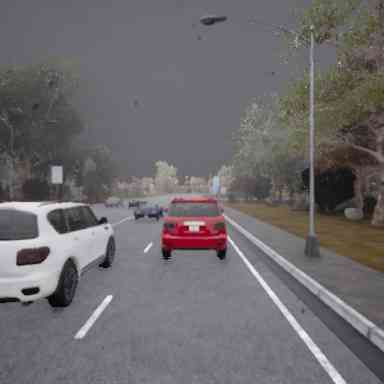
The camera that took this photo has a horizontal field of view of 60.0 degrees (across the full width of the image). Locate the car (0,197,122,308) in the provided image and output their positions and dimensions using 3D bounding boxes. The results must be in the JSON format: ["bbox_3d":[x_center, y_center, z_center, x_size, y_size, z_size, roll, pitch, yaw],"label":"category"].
[{"bbox_3d":[-3.440,1.215,8.039,2.150,2.045,5.566,0,0,0],"label":"car"}]

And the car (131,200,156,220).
[{"bbox_3d":[-3.426,1.549,27.177,1.895,1.301,4.718,0,0,0],"label":"car"}]

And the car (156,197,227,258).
[{"bbox_3d":[0.081,1.202,12.774,2.150,2.045,5.566,0,0,0],"label":"car"}]

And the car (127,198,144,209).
[{"bbox_3d":[-7.102,1.511,43.263,1.895,1.301,4.718,0,0,0],"label":"car"}]

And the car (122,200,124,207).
[{"bbox_3d":[-10.593,1.411,45.468,1.837,1.490,4.892,0,0,0],"label":"car"}]

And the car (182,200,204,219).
[{"bbox_3d":[0.080,1.468,29.807,1.812,1.442,4.674,0,0,0],"label":"car"}]
